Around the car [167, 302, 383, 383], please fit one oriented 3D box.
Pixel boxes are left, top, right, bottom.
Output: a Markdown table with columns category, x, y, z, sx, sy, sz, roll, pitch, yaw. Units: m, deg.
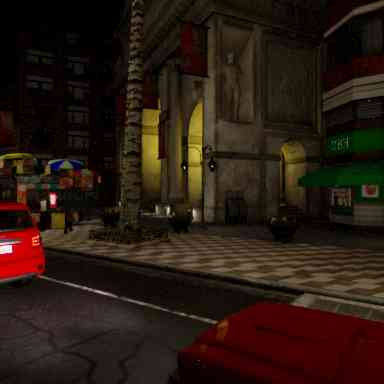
| category | x | y | z | sx | sy | sz | roll | pitch | yaw |
| --- | --- | --- | --- | --- | --- | --- | --- | --- | --- |
| car | 2.106 | 1.601 | 2.346 | 4.718 | 1.301 | 1.895 | 0 | 0 | 36 |

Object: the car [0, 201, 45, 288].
| category | x | y | z | sx | sy | sz | roll | pitch | yaw |
| --- | --- | --- | --- | --- | --- | --- | --- | --- | --- |
| car | -5.856 | 1.221 | 8.059 | 5.566 | 2.045 | 2.150 | 0 | 0 | 36 |
